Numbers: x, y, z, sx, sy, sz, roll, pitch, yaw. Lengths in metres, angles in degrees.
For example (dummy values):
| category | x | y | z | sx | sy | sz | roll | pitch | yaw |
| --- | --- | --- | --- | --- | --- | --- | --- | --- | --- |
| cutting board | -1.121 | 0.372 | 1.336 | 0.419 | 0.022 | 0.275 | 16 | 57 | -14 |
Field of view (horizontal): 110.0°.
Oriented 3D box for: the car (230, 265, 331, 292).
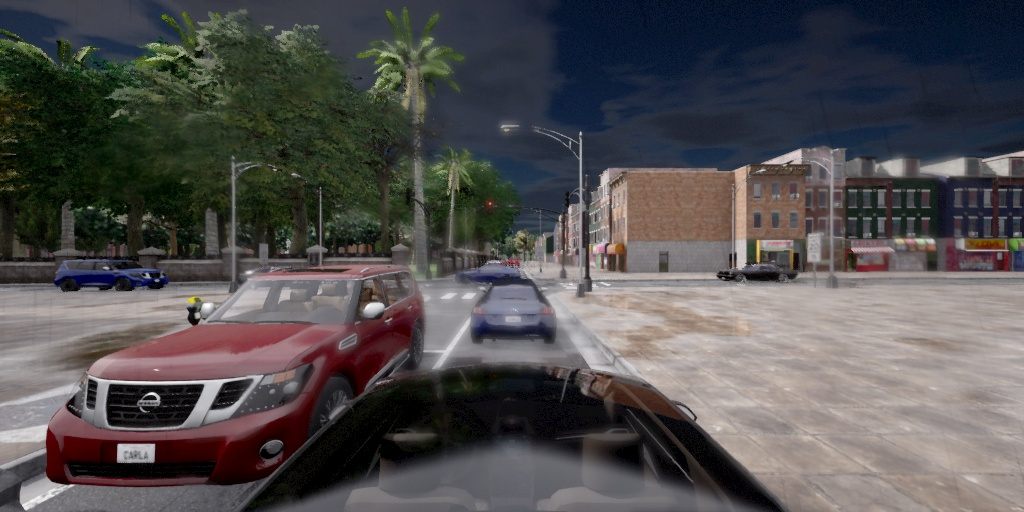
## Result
| category | x | y | z | sx | sy | sz | roll | pitch | yaw |
| --- | --- | --- | --- | --- | --- | --- | --- | --- | --- |
| car | -14.344 | 1.386 | 22.480 | 4.902 | 1.511 | 2.128 | -1 | 0 | -1 |

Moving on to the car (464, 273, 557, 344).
| category | x | y | z | sx | sy | sz | roll | pitch | yaw |
| --- | --- | --- | --- | --- | --- | --- | --- | --- | --- |
| car | 0.045 | 1.316 | 9.644 | 1.994 | 1.385 | 4.181 | 0 | 0 | 1 |

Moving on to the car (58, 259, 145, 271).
| category | x | y | z | sx | sy | sz | roll | pitch | yaw |
| --- | --- | --- | --- | --- | --- | --- | --- | --- | --- |
| car | -25.076 | 1.221 | 22.541 | 5.566 | 2.045 | 2.150 | -1 | 0 | 0 |

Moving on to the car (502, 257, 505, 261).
| category | x | y | z | sx | sy | sz | roll | pitch | yaw |
| --- | --- | --- | --- | --- | --- | --- | --- | --- | --- |
| car | -2.349 | 1.291 | 48.862 | 1.967 | 1.591 | 4.097 | 0 | 0 | 0 |

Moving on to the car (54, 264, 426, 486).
| category | x | y | z | sx | sy | sz | roll | pitch | yaw |
| --- | --- | --- | --- | --- | --- | --- | --- | --- | --- |
| car | -2.621 | 1.065 | 5.029 | 2.192 | 1.841 | 5.009 | 0 | 0 | 0 |

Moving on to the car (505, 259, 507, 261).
| category | x | y | z | sx | sy | sz | roll | pitch | yaw |
| --- | --- | --- | --- | --- | --- | --- | --- | --- | --- |
| car | -2.280 | 1.485 | 60.240 | 1.802 | 1.307 | 4.207 | 0 | 0 | 0 |

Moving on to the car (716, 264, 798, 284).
| category | x | y | z | sx | sy | sz | roll | pitch | yaw |
| --- | --- | --- | --- | --- | --- | --- | --- | --- | --- |
| car | 17.133 | 1.238 | 25.283 | 4.718 | 1.301 | 1.895 | 0 | 0 | 0 |

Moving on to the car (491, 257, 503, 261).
| category | x | y | z | sx | sy | sz | roll | pitch | yaw |
| --- | --- | --- | --- | --- | --- | --- | --- | --- | --- |
| car | -2.385 | 1.268 | 43.175 | 1.967 | 1.591 | 4.097 | 0 | 0 | 0 |

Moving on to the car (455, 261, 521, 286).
| category | x | y | z | sx | sy | sz | roll | pitch | yaw |
| --- | --- | --- | --- | --- | --- | --- | --- | --- | --- |
| car | -1.662 | 1.305 | 25.381 | 4.674 | 1.442 | 1.812 | 0 | 0 | 0 |
